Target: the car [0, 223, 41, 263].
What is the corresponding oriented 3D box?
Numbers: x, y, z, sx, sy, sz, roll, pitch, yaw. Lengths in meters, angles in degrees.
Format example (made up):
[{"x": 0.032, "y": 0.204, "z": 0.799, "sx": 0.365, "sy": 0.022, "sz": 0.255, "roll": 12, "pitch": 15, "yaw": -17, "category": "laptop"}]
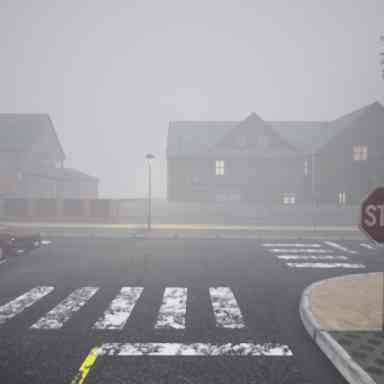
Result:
[{"x": -7.730, "y": 1.435, "z": 11.169, "sx": 5.008, "sy": 1.535, "sz": 1.882, "roll": 1, "pitch": 1, "yaw": -1, "category": "car"}]
